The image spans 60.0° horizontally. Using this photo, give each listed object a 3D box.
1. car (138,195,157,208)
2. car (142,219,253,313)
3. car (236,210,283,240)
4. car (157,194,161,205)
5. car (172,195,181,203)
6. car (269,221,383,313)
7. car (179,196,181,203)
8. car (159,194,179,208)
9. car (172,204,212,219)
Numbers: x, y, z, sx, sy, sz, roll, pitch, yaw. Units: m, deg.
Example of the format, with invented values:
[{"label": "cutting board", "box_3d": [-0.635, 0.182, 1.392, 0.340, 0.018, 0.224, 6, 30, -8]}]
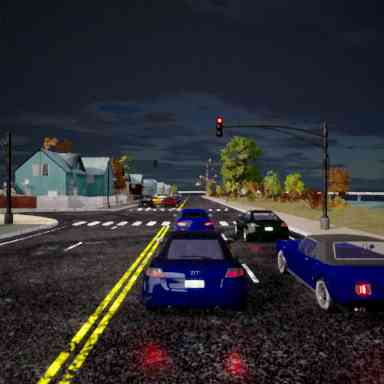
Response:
[{"label": "car", "box_3d": [-6.662, 1.590, 48.874, 1.994, 1.385, 4.181, 0, 0, 0]}, {"label": "car", "box_3d": [0.079, 1.564, 7.779, 1.994, 1.385, 4.181, 0, 0, 1]}, {"label": "car", "box_3d": [3.325, 1.564, 16.380, 1.994, 1.385, 4.181, 0, 0, 0]}, {"label": "car", "box_3d": [-6.658, 1.517, 59.111, 1.882, 1.535, 5.008, 0, 0, 0]}, {"label": "car", "box_3d": [-3.355, 1.540, 72.306, 1.882, 1.535, 5.008, 0, 0, 0]}, {"label": "car", "box_3d": [3.343, 1.600, 7.619, 1.895, 1.301, 4.718, 0, 0, 0]}, {"label": "car", "box_3d": [-3.406, 1.534, 60.658, 2.128, 1.511, 4.902, 0, 0, 0]}, {"label": "car", "box_3d": [-3.408, 1.505, 49.996, 1.882, 1.535, 5.008, 0, 0, 1]}, {"label": "car", "box_3d": [0.062, 1.526, 16.466, 1.812, 1.442, 4.674, 0, 0, -2]}]
